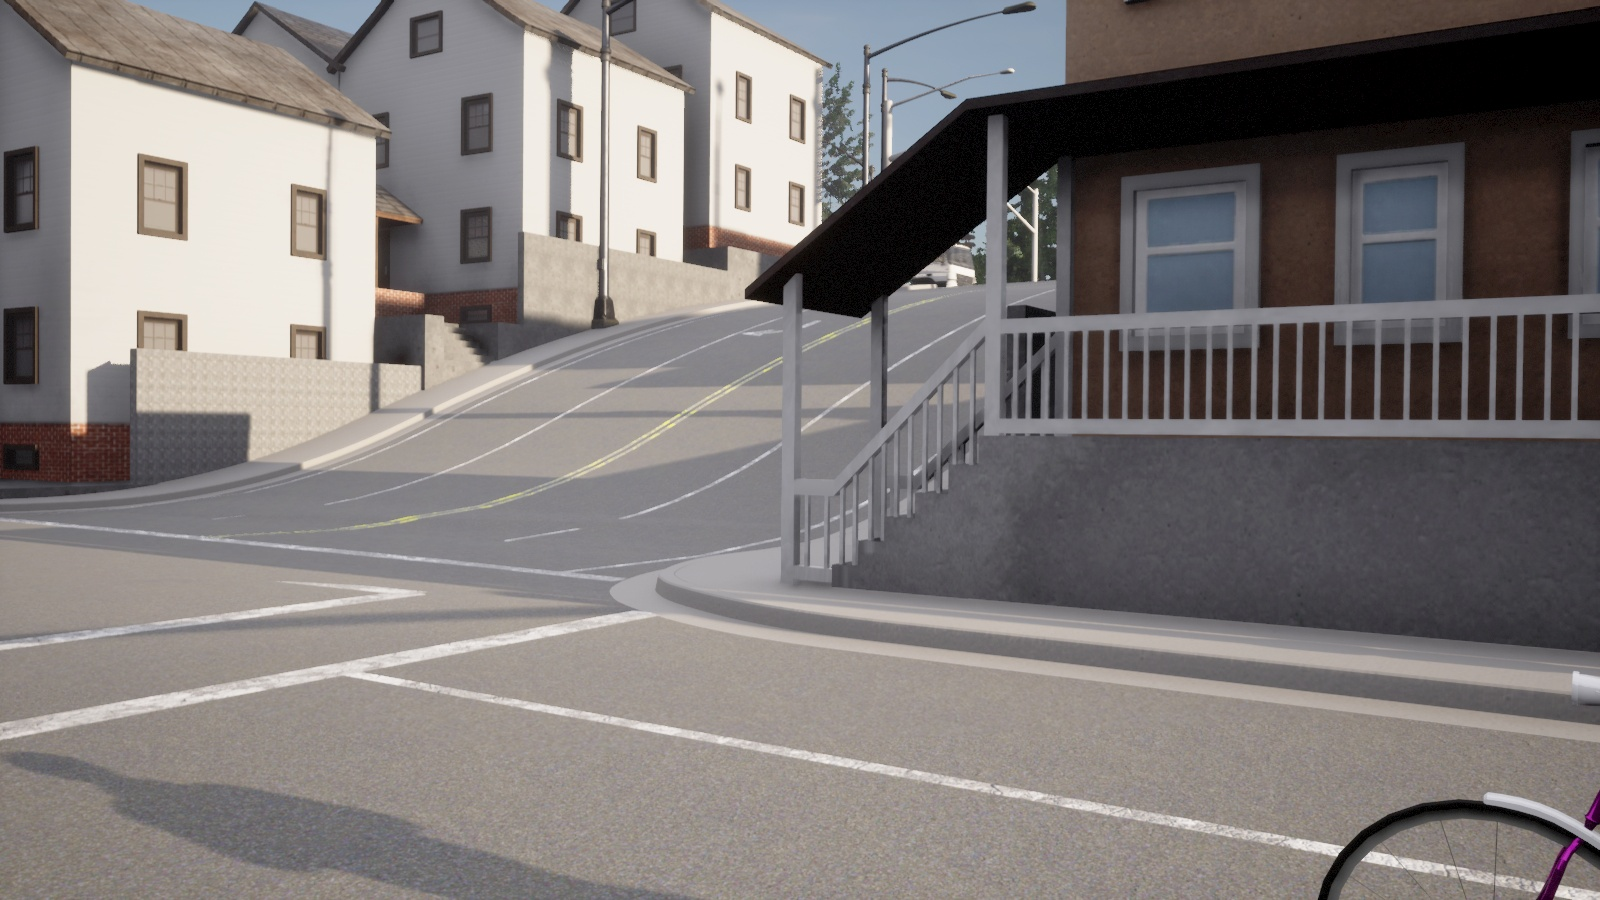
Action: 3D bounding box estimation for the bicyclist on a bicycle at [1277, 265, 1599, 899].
[{"bbox_3d":[1.928,0.553,2.340,1.843,1.776,0.659,0,1,34],"label":"bicyclist on a bicycle"}]

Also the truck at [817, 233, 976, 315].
[{"bbox_3d":[5.055,-9.221,66.531,7.936,3.462,2.891,0,1,33],"label":"truck"}]
